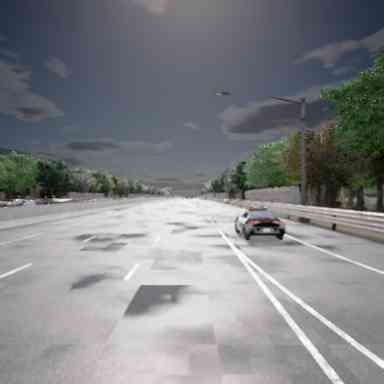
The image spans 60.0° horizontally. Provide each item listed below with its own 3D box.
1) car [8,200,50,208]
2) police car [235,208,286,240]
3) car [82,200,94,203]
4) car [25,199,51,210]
[{"bbox_3d":[-17.590,1.861,36.234,1.812,1.442,4.674,0,-1,0],"label":"car"},{"bbox_3d":[3.565,1.676,18.359,2.038,1.542,4.974,0,0,-1],"label":"police car"},{"bbox_3d":[-17.525,2.074,56.099,2.033,1.411,5.357,0,-1,0],"label":"car"},{"bbox_3d":[-24.542,1.974,53.272,1.882,1.535,5.008,0,-1,1],"label":"car"}]
